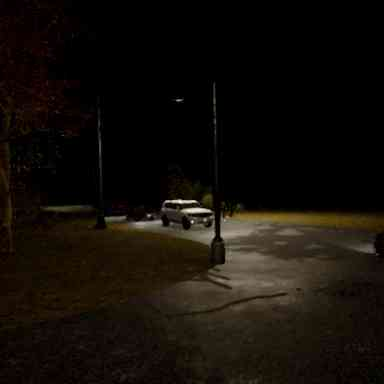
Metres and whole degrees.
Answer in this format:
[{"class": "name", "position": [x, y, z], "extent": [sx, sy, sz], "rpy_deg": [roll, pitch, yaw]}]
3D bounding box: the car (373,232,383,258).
[{"class": "car", "position": [7.448, 1.704, 10.797], "extent": [1.994, 1.385, 4.181], "rpy_deg": [-1, 0, 14]}]

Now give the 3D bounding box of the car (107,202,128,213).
[{"class": "car", "position": [-11.891, 2.398, 52.973], "extent": [1.837, 1.490, 4.892], "rpy_deg": [-2, 0, -30]}]

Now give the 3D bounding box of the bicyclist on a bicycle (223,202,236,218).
[{"class": "bicyclist on a bicycle", "position": [3.779, 1.806, 33.577], "extent": [1.656, 1.620, 0.582], "rpy_deg": [0, -1, -30]}]

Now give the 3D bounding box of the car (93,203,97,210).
[{"class": "car", "position": [-17.054, 2.617, 62.023], "extent": [1.812, 1.442, 4.674], "rpy_deg": [-2, 0, -30]}]

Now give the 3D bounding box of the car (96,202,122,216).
[{"class": "car", "position": [-10.534, 2.293, 43.360], "extent": [1.882, 1.535, 5.008], "rpy_deg": [-2, 0, -30]}]

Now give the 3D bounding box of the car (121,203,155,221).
[{"class": "car", "position": [-5.399, 2.128, 34.329], "extent": [1.837, 1.490, 4.892], "rpy_deg": [-2, 0, -30]}]

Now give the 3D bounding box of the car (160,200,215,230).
[{"class": "car", "position": [-0.509, 1.661, 25.691], "extent": [2.150, 2.045, 5.566], "rpy_deg": [-2, 0, -31]}]
